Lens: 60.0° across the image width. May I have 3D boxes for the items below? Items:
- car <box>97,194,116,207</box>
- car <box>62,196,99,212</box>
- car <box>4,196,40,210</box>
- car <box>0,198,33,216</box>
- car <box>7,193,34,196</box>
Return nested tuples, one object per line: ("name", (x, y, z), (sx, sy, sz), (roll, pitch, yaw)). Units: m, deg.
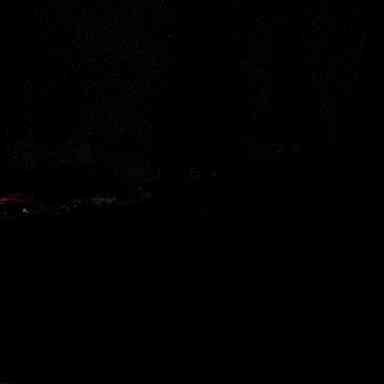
("car", (-13.628, 1.315, 51.157), (2.150, 2.045, 5.566), (0, 0, 13))
("car", (-13.057, 1.523, 38.621), (1.812, 1.442, 4.674), (0, 0, 13))
("car", (-20.062, 1.522, 39.416), (1.812, 1.442, 4.674), (0, 0, 13))
("car", (-18.108, 1.561, 32.477), (1.994, 1.385, 4.181), (0, 0, 13))
("car", (-22.785, 1.217, 43.127), (2.150, 2.045, 5.566), (0, 0, 13))
